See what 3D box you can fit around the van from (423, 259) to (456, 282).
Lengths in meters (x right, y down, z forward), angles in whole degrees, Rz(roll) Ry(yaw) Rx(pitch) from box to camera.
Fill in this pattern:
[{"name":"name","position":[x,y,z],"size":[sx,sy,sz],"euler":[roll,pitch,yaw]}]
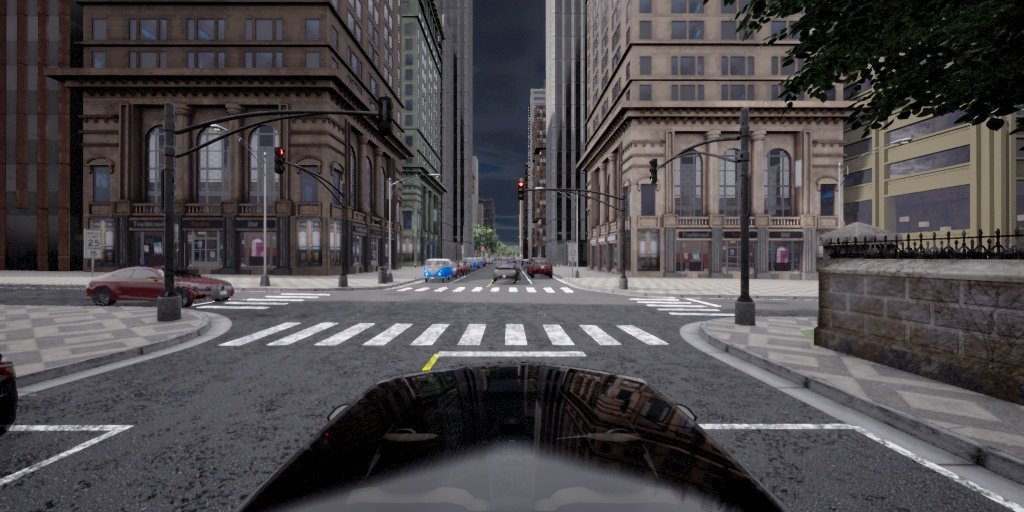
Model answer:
[{"name":"van","position":[-5.832,1.105,28.388],"size":[1.690,1.789,3.998],"euler":[0,0,0]}]

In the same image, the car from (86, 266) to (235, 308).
[{"name":"car","position":[-13.198,1.097,13.560],"size":[4.674,1.442,1.812],"euler":[1,0,1]}]

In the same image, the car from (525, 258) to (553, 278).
[{"name":"car","position":[2.679,1.085,33.860],"size":[2.192,1.841,5.009],"euler":[0,0,0]}]

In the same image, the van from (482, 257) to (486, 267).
[{"name":"van","position":[-5.919,1.151,61.035],"size":[1.690,1.789,3.998],"euler":[0,0,0]}]

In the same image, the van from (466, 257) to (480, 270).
[{"name":"van","position":[-5.890,1.134,50.152],"size":[1.690,1.789,3.998],"euler":[0,0,0]}]

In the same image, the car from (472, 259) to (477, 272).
[{"name":"car","position":[-5.876,1.351,44.710],"size":[1.948,1.339,4.313],"euler":[0,0,0]}]

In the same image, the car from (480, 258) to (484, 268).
[{"name":"car","position":[-5.904,1.347,55.593],"size":[1.888,1.381,4.507],"euler":[0,0,0]}]

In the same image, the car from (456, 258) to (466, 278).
[{"name":"car","position":[-5.847,1.210,33.829],"size":[1.967,1.591,4.097],"euler":[0,0,0]}]

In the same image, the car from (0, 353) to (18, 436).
[{"name":"car","position":[-5.762,1.316,1.731],"size":[1.948,1.339,4.313],"euler":[0,0,0]}]

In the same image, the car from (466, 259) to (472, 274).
[{"name":"car","position":[-5.861,1.322,39.269],"size":[1.888,1.381,4.507],"euler":[0,0,0]}]

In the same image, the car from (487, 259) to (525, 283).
[{"name":"car","position":[-0.361,1.255,27.971],"size":[2.128,1.511,4.902],"euler":[0,0,4]}]
